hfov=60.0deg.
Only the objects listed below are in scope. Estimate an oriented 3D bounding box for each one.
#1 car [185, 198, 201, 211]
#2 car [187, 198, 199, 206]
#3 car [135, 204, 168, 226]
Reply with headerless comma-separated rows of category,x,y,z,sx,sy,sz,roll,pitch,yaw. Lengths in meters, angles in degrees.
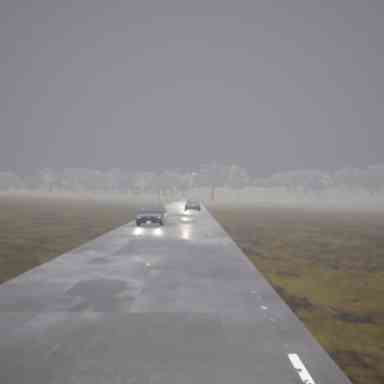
car,0.105,1.632,42.503,1.994,1.385,4.181,0,-1,1
car,0.129,1.727,59.335,2.033,1.411,5.357,0,-1,-1
car,-2.744,1.545,23.739,2.033,1.411,5.357,0,0,0
